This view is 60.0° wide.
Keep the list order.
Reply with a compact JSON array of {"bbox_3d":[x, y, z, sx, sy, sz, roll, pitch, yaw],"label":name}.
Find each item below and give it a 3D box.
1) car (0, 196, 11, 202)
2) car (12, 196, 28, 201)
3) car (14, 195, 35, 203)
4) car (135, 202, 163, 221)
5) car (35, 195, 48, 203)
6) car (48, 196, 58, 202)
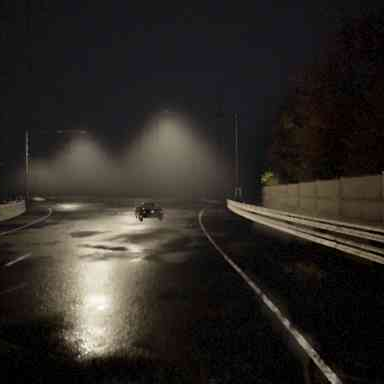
[{"bbox_3d":[-45.818,1.816,81.821,4.674,1.442,1.812,0,0,37],"label":"car"},{"bbox_3d":[-43.790,1.705,84.686,4.718,1.301,1.895,0,0,37],"label":"car"},{"bbox_3d":[-37.048,1.788,73.688,1.994,1.385,4.181,0,0,-45],"label":"car"},{"bbox_3d":[-3.632,1.571,27.662,2.033,1.411,5.357,0,0,-15],"label":"car"},{"bbox_3d":[-36.405,1.824,78.008,4.718,1.301,1.895,0,0,43],"label":"car"},{"bbox_3d":[-34.264,1.761,80.793,4.181,1.385,1.994,0,0,43],"label":"car"}]
